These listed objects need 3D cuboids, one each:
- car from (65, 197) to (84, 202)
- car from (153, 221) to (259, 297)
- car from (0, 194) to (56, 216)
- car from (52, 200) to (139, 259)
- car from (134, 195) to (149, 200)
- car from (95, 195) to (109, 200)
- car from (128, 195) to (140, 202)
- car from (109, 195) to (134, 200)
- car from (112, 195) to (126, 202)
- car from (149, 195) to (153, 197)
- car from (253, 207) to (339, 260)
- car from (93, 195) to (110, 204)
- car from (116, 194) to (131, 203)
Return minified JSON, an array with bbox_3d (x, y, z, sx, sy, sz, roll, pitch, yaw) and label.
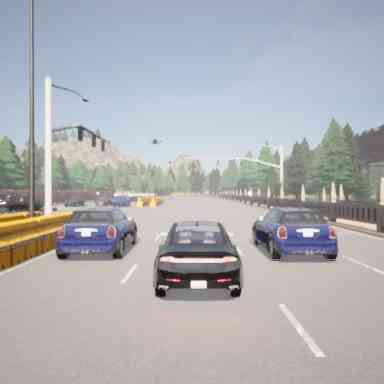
[{"bbox_3d":[-17.406,1.475,49.497,1.837,1.490,4.892,0,0,1],"label":"car"},{"bbox_3d":[0.132,1.487,8.540,2.128,1.511,4.902,0,0,0],"label":"car"},{"bbox_3d":[-15.417,1.203,30.705,5.566,2.045,2.150,0,0,-17],"label":"car"},{"bbox_3d":[-3.401,1.345,12.675,2.097,1.767,4.553,0,0,-1],"label":"car"},{"bbox_3d":[-10.256,1.487,66.157,1.812,1.442,4.674,0,0,1],"label":"car"},{"bbox_3d":[-13.864,1.495,52.982,1.812,1.442,4.674,0,0,1],"label":"car"},{"bbox_3d":[-13.689,1.506,78.812,1.994,1.385,4.181,0,0,0],"label":"car"},{"bbox_3d":[-10.393,1.449,49.263,1.882,1.535,5.008,0,1,0],"label":"car"},{"bbox_3d":[-17.191,1.480,78.187,2.128,1.511,4.902,0,0,0],"label":"car"},{"bbox_3d":[-10.189,1.479,78.829,2.128,1.511,4.902,0,0,0],"label":"car"},{"bbox_3d":[3.646,1.346,12.552,2.097,1.767,4.553,0,0,0],"label":"car"},{"bbox_3d":[-17.280,1.463,63.682,1.837,1.490,4.892,0,2,1],"label":"car"},{"bbox_3d":[-13.741,1.312,67.022,2.097,1.767,4.553,0,0,0],"label":"car"}]
